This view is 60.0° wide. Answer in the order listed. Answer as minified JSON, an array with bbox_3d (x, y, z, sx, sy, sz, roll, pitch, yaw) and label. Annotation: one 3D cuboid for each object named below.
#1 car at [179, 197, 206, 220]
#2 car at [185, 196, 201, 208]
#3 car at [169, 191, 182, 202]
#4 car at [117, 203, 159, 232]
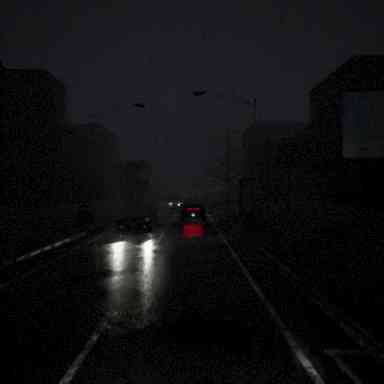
[{"bbox_3d":[0.090,1.381,26.720,1.837,1.490,4.892,0,1,0],"label":"car"},{"bbox_3d":[0.085,1.305,42.957,1.994,1.385,4.181,0,0,0],"label":"car"},{"bbox_3d":[-3.057,0.812,61.320,2.150,2.045,5.566,0,0,1],"label":"car"},{"bbox_3d":[-3.107,1.403,19.785,1.882,1.535,5.008,0,0,0],"label":"car"}]
